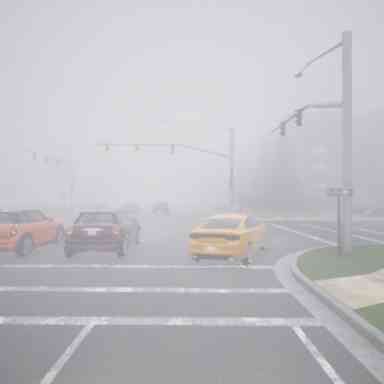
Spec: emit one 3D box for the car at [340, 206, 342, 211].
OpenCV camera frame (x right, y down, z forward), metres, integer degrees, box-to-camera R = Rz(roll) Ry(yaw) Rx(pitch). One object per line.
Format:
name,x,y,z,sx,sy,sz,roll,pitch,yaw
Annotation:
car,19.827,1.787,39.057,4.674,1.442,1.812,0,0,0

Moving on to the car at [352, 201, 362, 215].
car,19.732,1.715,35.548,5.008,1.535,1.882,0,0,-1

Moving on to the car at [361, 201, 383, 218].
car,19.540,1.706,32.048,4.902,1.511,2.128,0,0,0

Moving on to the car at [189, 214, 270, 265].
car,1.520,1.560,12.248,1.882,1.535,5.008,-1,-1,22

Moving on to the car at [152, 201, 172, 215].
car,-3.403,1.755,37.551,1.837,1.490,4.892,0,0,0

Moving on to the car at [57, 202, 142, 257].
car,-3.400,1.442,13.467,2.097,1.767,4.553,0,0,0

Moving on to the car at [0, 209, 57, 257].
car,-6.900,1.442,13.483,2.097,1.767,4.553,0,0,0

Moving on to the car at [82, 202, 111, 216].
car,-10.402,1.845,36.575,1.895,1.301,4.718,0,0,0

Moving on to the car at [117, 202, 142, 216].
car,-6.903,1.813,37.321,1.994,1.385,4.181,0,0,0
